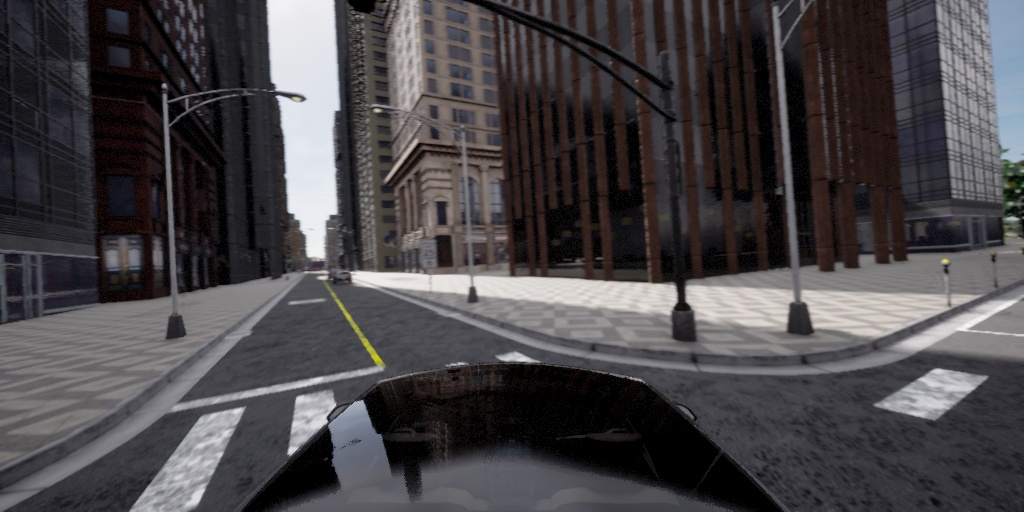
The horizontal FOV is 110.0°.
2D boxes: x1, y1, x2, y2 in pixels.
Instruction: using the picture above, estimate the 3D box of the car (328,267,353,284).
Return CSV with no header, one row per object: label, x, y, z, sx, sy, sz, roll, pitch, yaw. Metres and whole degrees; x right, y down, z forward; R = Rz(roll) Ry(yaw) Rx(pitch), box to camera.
car,-18.614,2.213,39.296,2.128,1.511,4.902,-3,0,-28
